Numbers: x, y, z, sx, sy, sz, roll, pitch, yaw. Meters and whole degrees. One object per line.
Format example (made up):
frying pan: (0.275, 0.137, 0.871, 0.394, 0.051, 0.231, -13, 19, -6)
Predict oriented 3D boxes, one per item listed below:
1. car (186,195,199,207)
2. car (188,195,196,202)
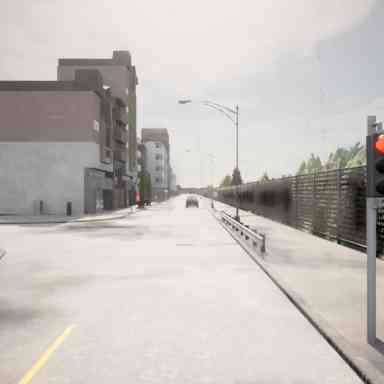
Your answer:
car: (0.023, 1.525, 51.523, 1.812, 1.442, 4.674, 0, 0, 0)
car: (-0.115, 1.524, 77.482, 1.812, 1.442, 4.674, 0, 0, 0)
